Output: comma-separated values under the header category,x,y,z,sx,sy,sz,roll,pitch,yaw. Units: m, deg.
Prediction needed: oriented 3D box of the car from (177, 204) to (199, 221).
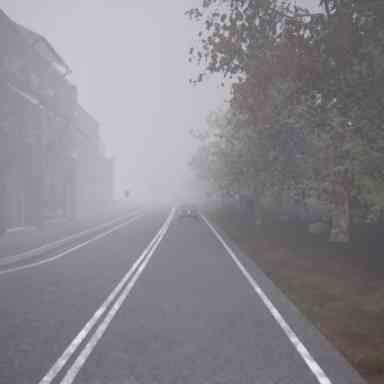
category,x,y,z,sx,sy,sz,roll,pitch,yaw
car,-0.335,1.778,30.158,2.033,1.411,5.357,0,0,-2
